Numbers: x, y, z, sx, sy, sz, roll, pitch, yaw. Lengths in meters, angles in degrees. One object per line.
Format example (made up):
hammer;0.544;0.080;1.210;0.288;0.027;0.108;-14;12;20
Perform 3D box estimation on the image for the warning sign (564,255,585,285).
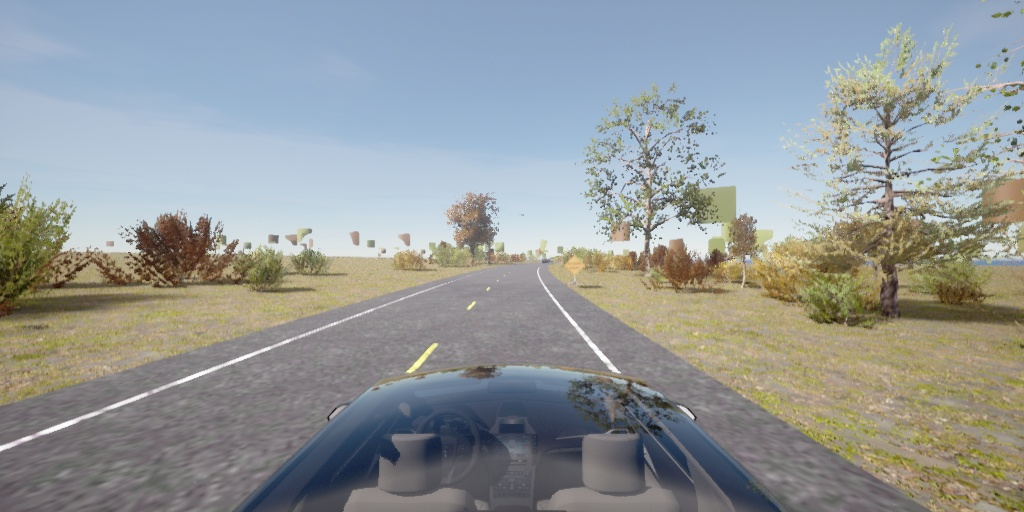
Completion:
warning sign;3.893;0.860;22.194;1.300;1.860;1.060;0;0;2
